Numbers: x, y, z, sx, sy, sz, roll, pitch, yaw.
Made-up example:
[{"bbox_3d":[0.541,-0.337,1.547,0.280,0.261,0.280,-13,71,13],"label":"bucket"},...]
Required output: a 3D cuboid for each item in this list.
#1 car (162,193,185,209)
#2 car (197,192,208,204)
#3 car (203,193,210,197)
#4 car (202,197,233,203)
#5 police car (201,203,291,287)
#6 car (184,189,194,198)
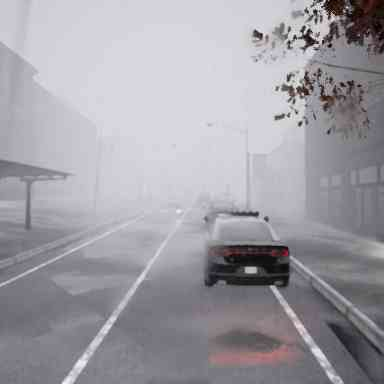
[{"bbox_3d":[-2.110,1.052,35.908,1.812,1.442,4.674,0,1,2],"label":"car"},{"bbox_3d":[1.723,0.991,46.035,1.895,1.301,4.718,0,1,2],"label":"car"},{"bbox_3d":[1.913,1.126,25.325,1.801,1.575,5.366,0,1,2],"label":"car"},{"bbox_3d":[1.670,1.269,19.136,1.837,1.490,4.892,0,1,2],"label":"car"},{"bbox_3d":[1.280,1.329,9.243,1.930,1.638,5.238,0,1,2],"label":"police car"},{"bbox_3d":[-0.664,0.224,76.313,2.150,2.045,5.566,0,1,2],"label":"car"}]
